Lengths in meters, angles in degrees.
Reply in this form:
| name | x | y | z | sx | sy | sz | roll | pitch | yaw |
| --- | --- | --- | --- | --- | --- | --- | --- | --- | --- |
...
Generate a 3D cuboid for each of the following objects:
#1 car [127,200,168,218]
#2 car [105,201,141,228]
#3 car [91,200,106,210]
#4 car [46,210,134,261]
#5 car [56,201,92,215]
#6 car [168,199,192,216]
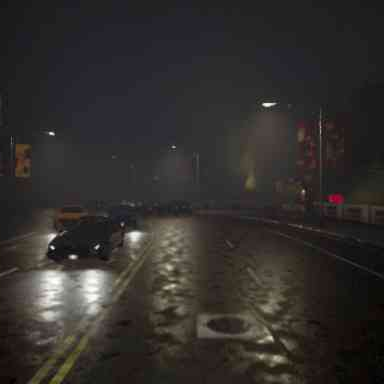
| name | x | y | z | sx | sy | sz | roll | pitch | yaw |
| --- | --- | --- | --- | --- | --- | --- | --- | --- | --- |
| car | -4.535 | 1.693 | 32.941 | 2.128 | 1.511 | 4.902 | 0 | 0 | -27 |
| car | -4.887 | 1.621 | 23.303 | 1.882 | 1.535 | 5.008 | 0 | 0 | -13 |
| car | -12.655 | 1.794 | 43.746 | 4.674 | 1.442 | 1.812 | 0 | 0 | 43 |
| car | -3.754 | 1.627 | 12.857 | 2.033 | 1.411 | 5.357 | 0 | 0 | -3 |
| car | -8.062 | 1.632 | 22.623 | 1.882 | 1.535 | 5.008 | 0 | 0 | -14 |
| car | -1.866 | 1.568 | 35.339 | 2.097 | 1.767 | 4.553 | 0 | 0 | -29 |
